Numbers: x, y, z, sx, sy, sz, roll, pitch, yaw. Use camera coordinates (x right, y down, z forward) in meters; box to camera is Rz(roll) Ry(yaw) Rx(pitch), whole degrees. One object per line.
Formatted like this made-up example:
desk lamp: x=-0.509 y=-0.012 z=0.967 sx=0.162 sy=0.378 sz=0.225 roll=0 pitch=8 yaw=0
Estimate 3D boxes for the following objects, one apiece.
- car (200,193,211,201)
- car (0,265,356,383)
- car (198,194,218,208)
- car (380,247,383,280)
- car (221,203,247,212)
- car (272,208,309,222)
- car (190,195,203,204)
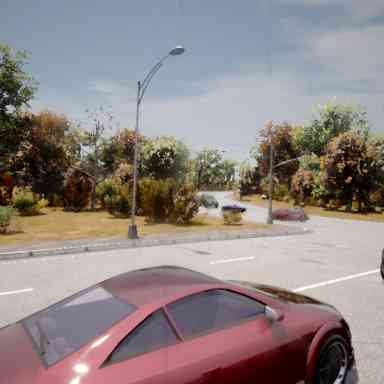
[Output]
car: x=3.203 y=1.130 z=78.692 sx=2.128 sy=1.511 sz=4.902 roll=2 pitch=2 yaw=-1
car: x=-0.028 y=1.572 z=3.727 sx=4.181 sy=1.385 sz=1.994 roll=0 pitch=0 yaw=-36
car: x=2.805 y=1.558 z=56.656 sx=2.150 sy=2.045 sz=5.566 roll=3 pitch=2 yaw=-13
car: x=6.996 y=1.487 z=8.778 sx=4.553 sy=1.767 sz=2.097 roll=2 pitch=-1 yaw=-35
car: x=5.823 y=2.270 z=45.955 sx=1.895 sy=1.301 sz=4.718 roll=3 pitch=0 yaw=-18
car: x=10.261 y=2.369 z=34.880 sx=1.994 sy=1.385 sz=4.181 roll=3 pitch=-1 yaw=-25
car: x=0.848 y=1.415 z=66.918 sx=1.837 sy=1.490 sz=4.892 roll=2 pitch=2 yaw=-8
